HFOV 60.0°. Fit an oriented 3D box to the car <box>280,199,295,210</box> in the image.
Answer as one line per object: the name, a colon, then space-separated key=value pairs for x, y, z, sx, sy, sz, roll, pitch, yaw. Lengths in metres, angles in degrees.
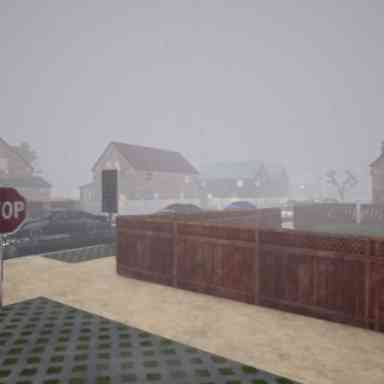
car: x=13.835 y=1.760 z=46.175 sx=2.128 sy=1.511 sz=4.902 roll=0 pitch=0 yaw=36

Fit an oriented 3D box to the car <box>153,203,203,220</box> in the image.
car: x=-1.016 y=1.599 z=25.393 sx=1.837 sy=1.490 sz=4.892 roll=0 pitch=0 yaw=35

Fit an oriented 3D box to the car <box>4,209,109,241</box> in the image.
car: x=-6.870 y=1.581 z=17.214 sx=2.033 sy=1.411 sz=5.357 roll=0 pitch=0 yaw=37

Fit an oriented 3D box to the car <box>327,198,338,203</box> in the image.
car: x=21.829 y=1.708 z=52.452 sx=2.097 sy=1.767 sz=4.553 roll=0 pitch=0 yaw=32

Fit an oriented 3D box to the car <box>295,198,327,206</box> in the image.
car: x=15.787 y=1.771 z=43.988 sx=2.128 sy=1.511 sz=4.902 roll=0 pitch=0 yaw=35

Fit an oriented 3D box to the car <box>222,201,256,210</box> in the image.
car: x=4.786 y=1.636 z=33.556 sx=1.882 sy=1.535 sz=5.008 roll=0 pitch=0 yaw=35
